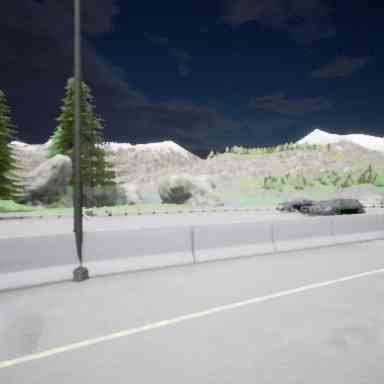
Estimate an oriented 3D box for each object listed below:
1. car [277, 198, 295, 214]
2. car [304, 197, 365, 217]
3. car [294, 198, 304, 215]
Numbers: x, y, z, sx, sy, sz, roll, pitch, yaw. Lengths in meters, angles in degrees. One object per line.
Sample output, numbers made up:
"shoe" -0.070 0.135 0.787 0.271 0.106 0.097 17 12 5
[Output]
"car" 10.981 1.362 34.143 4.902 1.511 2.128 0 0 -25
"car" 11.667 1.250 26.726 4.553 1.767 2.097 0 0 -25
"car" 12.041 1.447 30.780 4.181 1.385 1.994 0 0 -25
